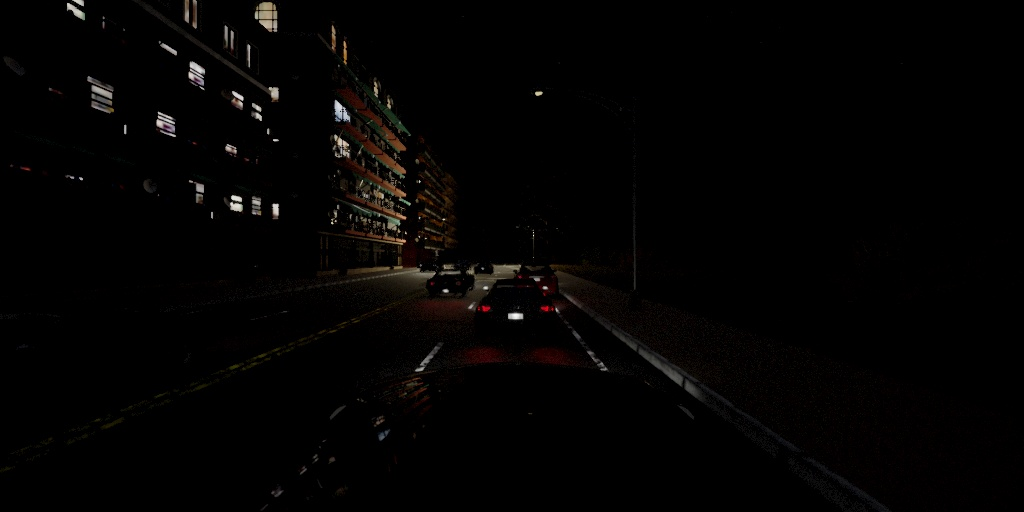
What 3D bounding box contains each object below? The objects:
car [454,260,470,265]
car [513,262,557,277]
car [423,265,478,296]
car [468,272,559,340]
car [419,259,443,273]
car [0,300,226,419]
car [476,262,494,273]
[{"bbox_3d":[-6.582,1.277,47.282,1.812,1.442,4.674,0,0,0],"label":"car"},{"bbox_3d":[1.143,1.103,18.587,2.097,1.767,4.553,0,0,0],"label":"car"},{"bbox_3d":[-3.145,1.353,19.284,1.895,1.301,4.718,0,0,0],"label":"car"},{"bbox_3d":[0.097,1.315,10.007,1.994,1.385,4.181,0,0,0],"label":"car"},{"bbox_3d":[-9.835,1.104,43.836,2.097,1.767,4.553,0,0,0],"label":"car"},{"bbox_3d":[-6.600,1.351,4.834,1.895,1.301,4.718,0,0,0],"label":"car"},{"bbox_3d":[-3.136,1.316,40.430,1.994,1.385,4.181,0,0,0],"label":"car"}]
